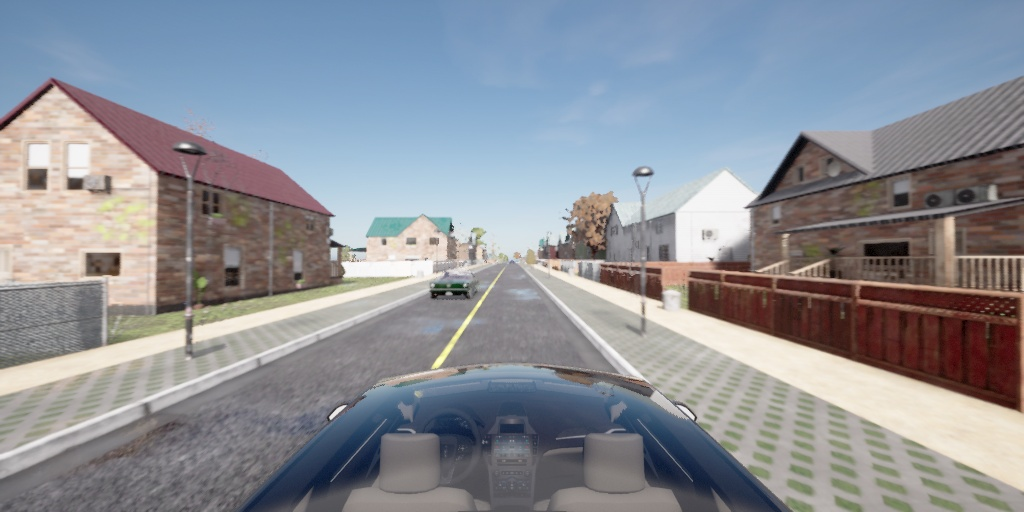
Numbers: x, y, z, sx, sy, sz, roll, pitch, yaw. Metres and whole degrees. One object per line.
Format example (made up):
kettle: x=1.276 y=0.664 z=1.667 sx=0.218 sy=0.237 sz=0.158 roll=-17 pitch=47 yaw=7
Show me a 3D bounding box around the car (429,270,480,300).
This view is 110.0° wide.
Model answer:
car: x=-2.762 y=1.370 z=17.965 sx=1.895 sy=1.301 sz=4.718 roll=0 pitch=0 yaw=0
